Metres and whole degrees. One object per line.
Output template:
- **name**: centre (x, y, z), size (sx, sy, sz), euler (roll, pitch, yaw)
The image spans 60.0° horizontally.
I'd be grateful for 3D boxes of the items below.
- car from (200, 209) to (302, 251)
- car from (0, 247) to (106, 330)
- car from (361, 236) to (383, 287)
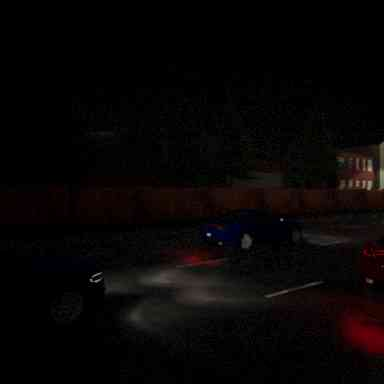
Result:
- **car**: centre (2.662, 1.487, 14.240), size (5.008, 1.535, 1.882), euler (0, 0, -35)
- **car**: centre (-3.891, 1.478, 5.269), size (5.008, 1.535, 1.882), euler (0, 0, -35)
- **car**: centre (6.109, 1.486, 8.102), size (5.008, 1.535, 1.882), euler (0, 0, -35)
